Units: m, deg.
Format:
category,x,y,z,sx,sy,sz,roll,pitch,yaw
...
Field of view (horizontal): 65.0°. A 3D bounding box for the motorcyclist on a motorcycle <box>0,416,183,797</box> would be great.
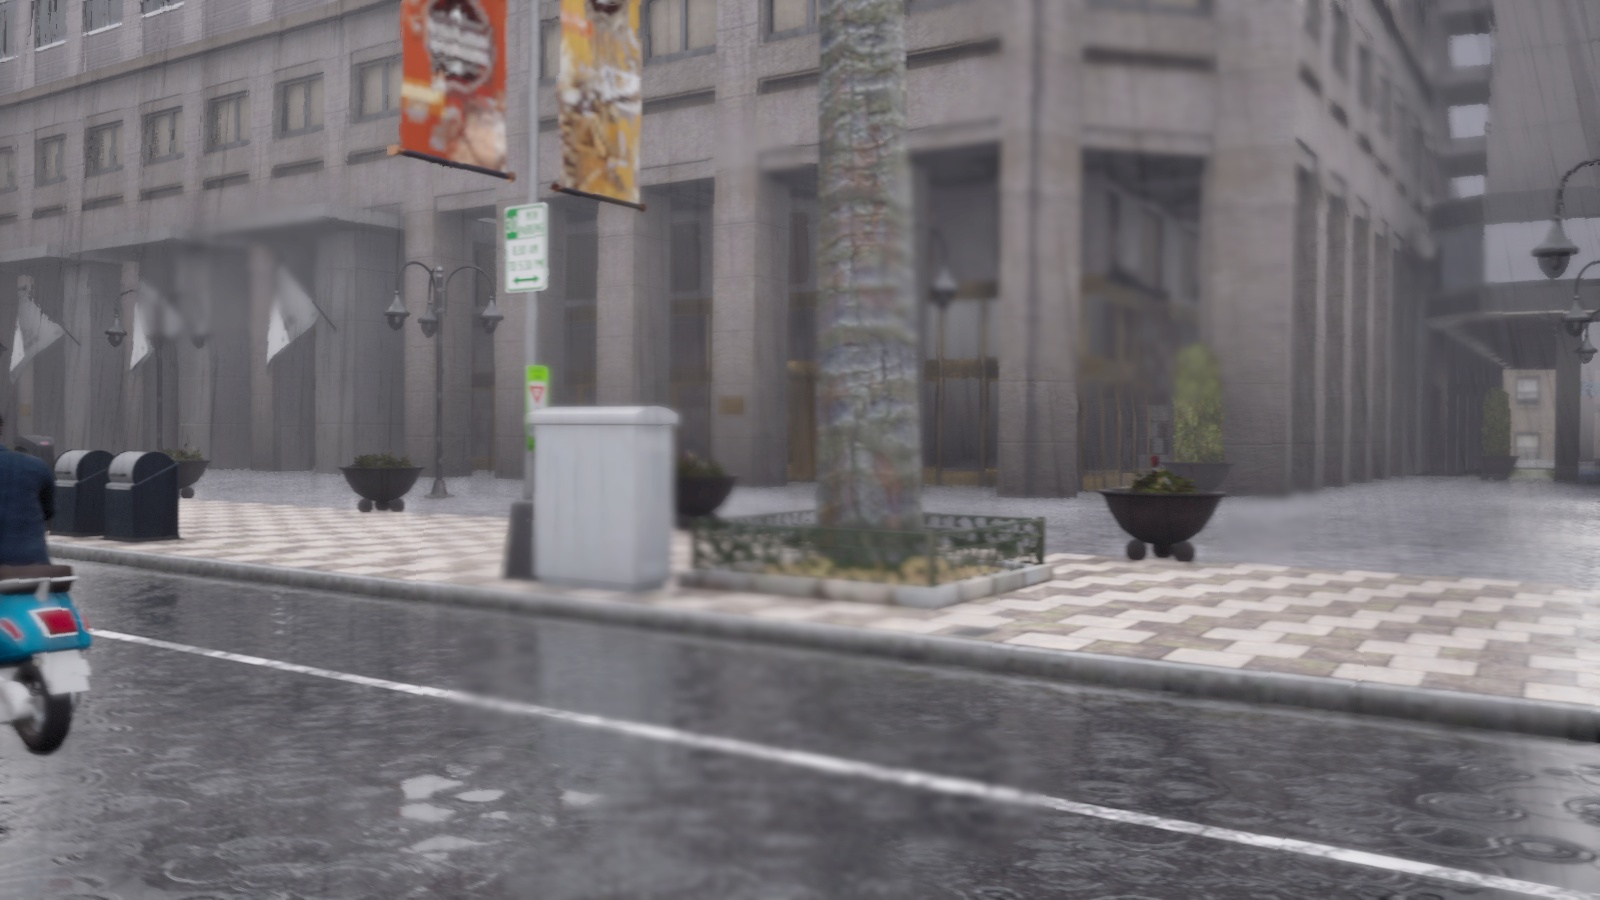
category,x,y,z,sx,sy,sz,roll,pitch,yaw
motorcyclist on a motorcycle,-3.904,0.649,6.033,1.817,1.590,0.866,0,1,34
